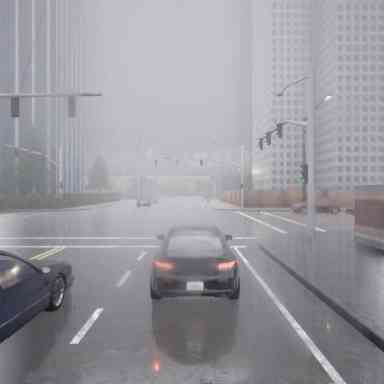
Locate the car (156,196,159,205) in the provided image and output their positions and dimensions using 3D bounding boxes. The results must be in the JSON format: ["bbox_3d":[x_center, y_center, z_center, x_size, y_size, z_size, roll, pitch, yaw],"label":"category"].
[{"bbox_3d":[-7.132,1.491,60.301,2.128,1.511,4.902,0,0,0],"label":"car"}]

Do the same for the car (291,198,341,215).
[{"bbox_3d":[12.378,1.352,33.492,4.553,1.767,2.097,0,0,0],"label":"car"}]

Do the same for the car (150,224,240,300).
[{"bbox_3d":[0.069,1.526,8.286,1.812,1.442,4.674,0,0,0],"label":"car"}]

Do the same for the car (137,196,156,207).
[{"bbox_3d":[-7.147,1.491,50.240,2.128,1.511,4.902,0,0,0],"label":"car"}]

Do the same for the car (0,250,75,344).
[{"bbox_3d":[-3.446,1.547,4.690,2.033,1.411,5.357,0,0,0],"label":"car"}]

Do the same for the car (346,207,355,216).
[{"bbox_3d":[16.852,1.547,29.974,5.357,1.411,2.033,0,0,0],"label":"car"}]
